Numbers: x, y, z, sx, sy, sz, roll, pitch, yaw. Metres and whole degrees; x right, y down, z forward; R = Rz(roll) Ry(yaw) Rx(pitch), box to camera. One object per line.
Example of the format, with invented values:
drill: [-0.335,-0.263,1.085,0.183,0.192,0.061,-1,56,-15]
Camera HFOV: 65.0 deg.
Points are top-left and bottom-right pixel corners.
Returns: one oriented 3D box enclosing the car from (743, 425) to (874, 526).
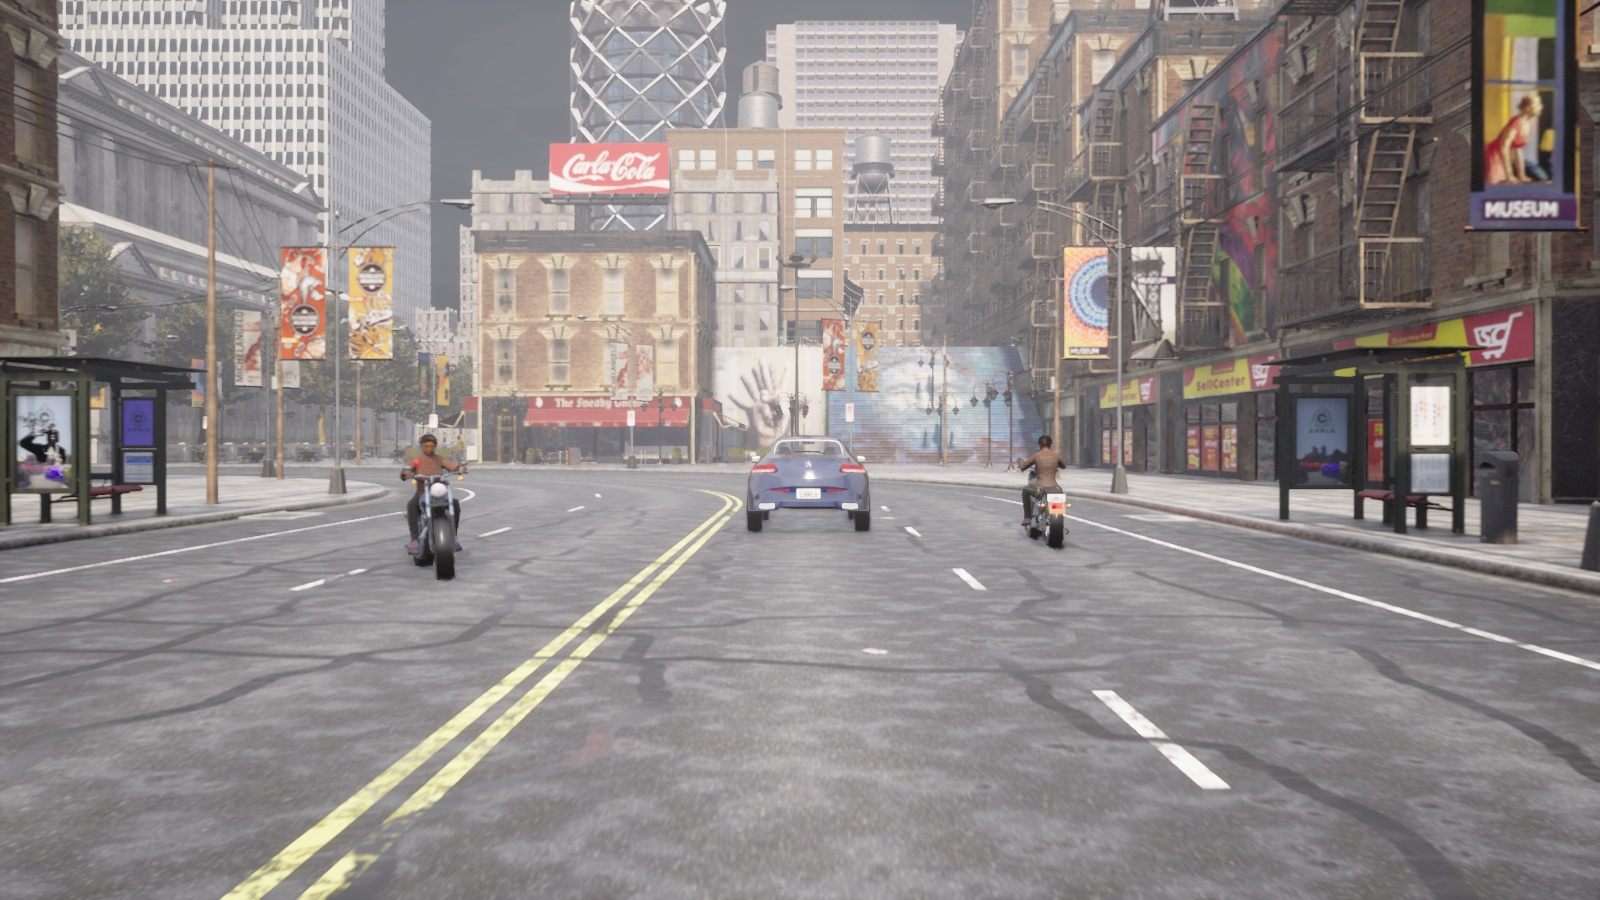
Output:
car: [0.154,0.395,23.054,2.152,1.651,5.027,0,0,0]

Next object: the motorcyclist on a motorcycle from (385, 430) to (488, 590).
motorcyclist on a motorcycle: [-4.183,0.613,14.314,0.766,1.649,2.350,-1,1,-24]

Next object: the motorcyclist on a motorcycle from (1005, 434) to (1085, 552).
motorcyclist on a motorcycle: [3.611,0.594,18.674,0.766,1.649,2.350,0,0,1]
